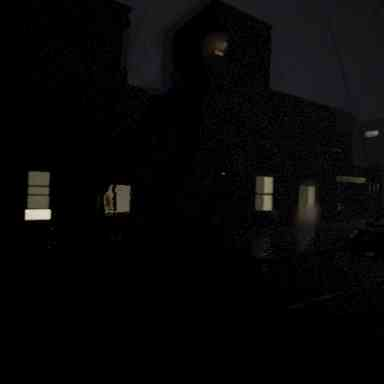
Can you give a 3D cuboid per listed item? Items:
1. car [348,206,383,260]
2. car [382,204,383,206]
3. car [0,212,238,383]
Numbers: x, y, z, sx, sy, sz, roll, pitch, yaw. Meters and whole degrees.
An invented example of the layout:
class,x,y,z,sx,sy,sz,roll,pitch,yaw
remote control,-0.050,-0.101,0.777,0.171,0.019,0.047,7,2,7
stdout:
class,x,y,z,sx,sy,sz,roll,pitch,yaw
car,7.325,1.463,11.777,4.097,1.590,1.967,0,1,-36
car,20.612,1.682,38.019,1.887,1.381,4.507,1,-1,-35
car,-1.472,1.318,5.487,5.009,1.841,2.192,0,1,-36
